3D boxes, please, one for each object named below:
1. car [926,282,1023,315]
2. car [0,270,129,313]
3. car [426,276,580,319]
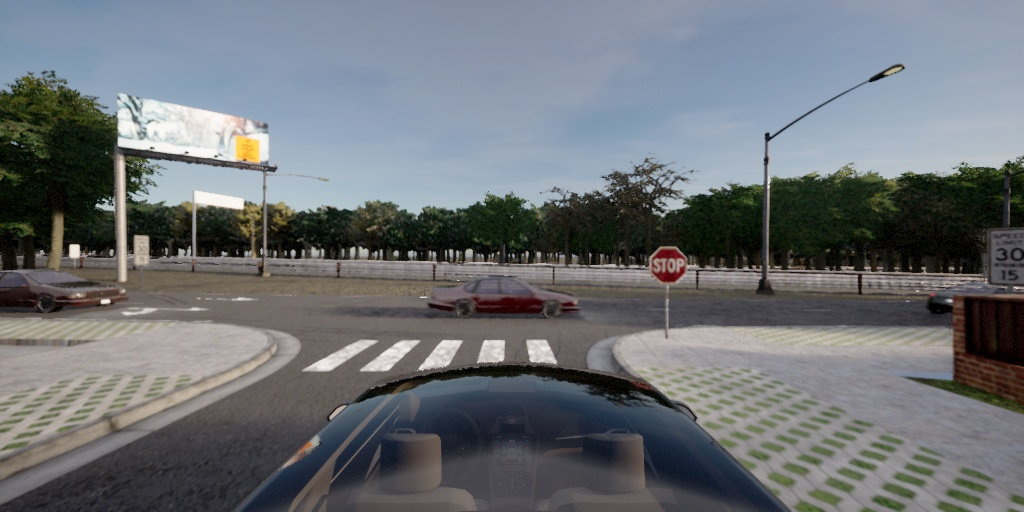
[{"bbox_3d":[19.178,1.758,14.194,4.181,1.385,1.994,1,0,-5],"label":"car"},{"bbox_3d":[-17.294,1.210,12.952,5.357,1.411,2.033,1,0,1],"label":"car"},{"bbox_3d":[-0.313,1.453,13.089,5.357,1.411,2.033,1,0,-2],"label":"car"}]
